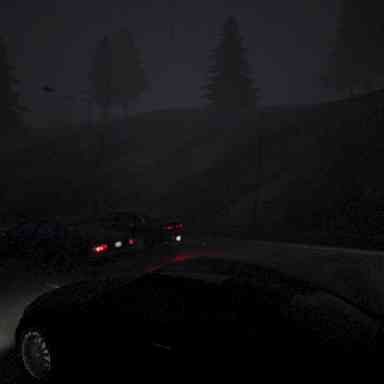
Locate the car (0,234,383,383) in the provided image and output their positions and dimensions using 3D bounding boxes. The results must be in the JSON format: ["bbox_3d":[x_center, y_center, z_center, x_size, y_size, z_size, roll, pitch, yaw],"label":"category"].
[{"bbox_3d":[-0.018,1.501,3.735,4.674,1.442,1.812,0,0,33],"label":"car"}]

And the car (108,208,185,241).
[{"bbox_3d":[-2.637,1.419,13.235,4.892,1.490,1.837,0,0,28],"label":"car"}]

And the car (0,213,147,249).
[{"bbox_3d":[-4.267,1.479,10.262,5.357,1.411,2.033,0,0,27],"label":"car"}]
